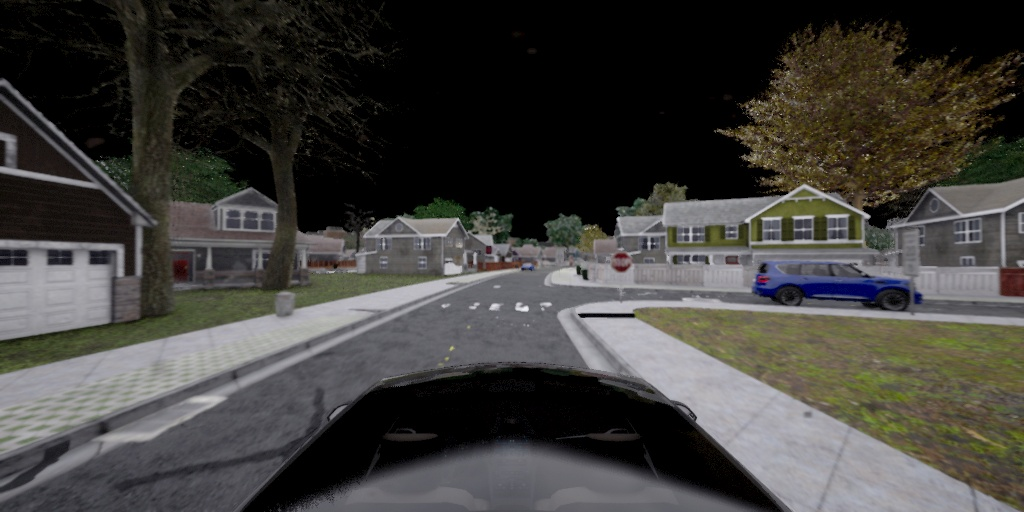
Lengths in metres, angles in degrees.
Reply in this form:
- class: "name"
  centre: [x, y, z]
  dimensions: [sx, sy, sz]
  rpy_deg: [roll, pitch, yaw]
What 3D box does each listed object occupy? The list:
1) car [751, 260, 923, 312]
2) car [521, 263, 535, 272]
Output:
- class: "car"
  centre: [13.827, 1.223, 15.754]
  dimensions: [5.566, 2.045, 2.150]
  rpy_deg: [0, 0, 25]
- class: "car"
  centre: [2.706, 1.858, 60.875]
  dimensions: [1.882, 1.535, 5.008]
  rpy_deg: [0, -1, 11]
